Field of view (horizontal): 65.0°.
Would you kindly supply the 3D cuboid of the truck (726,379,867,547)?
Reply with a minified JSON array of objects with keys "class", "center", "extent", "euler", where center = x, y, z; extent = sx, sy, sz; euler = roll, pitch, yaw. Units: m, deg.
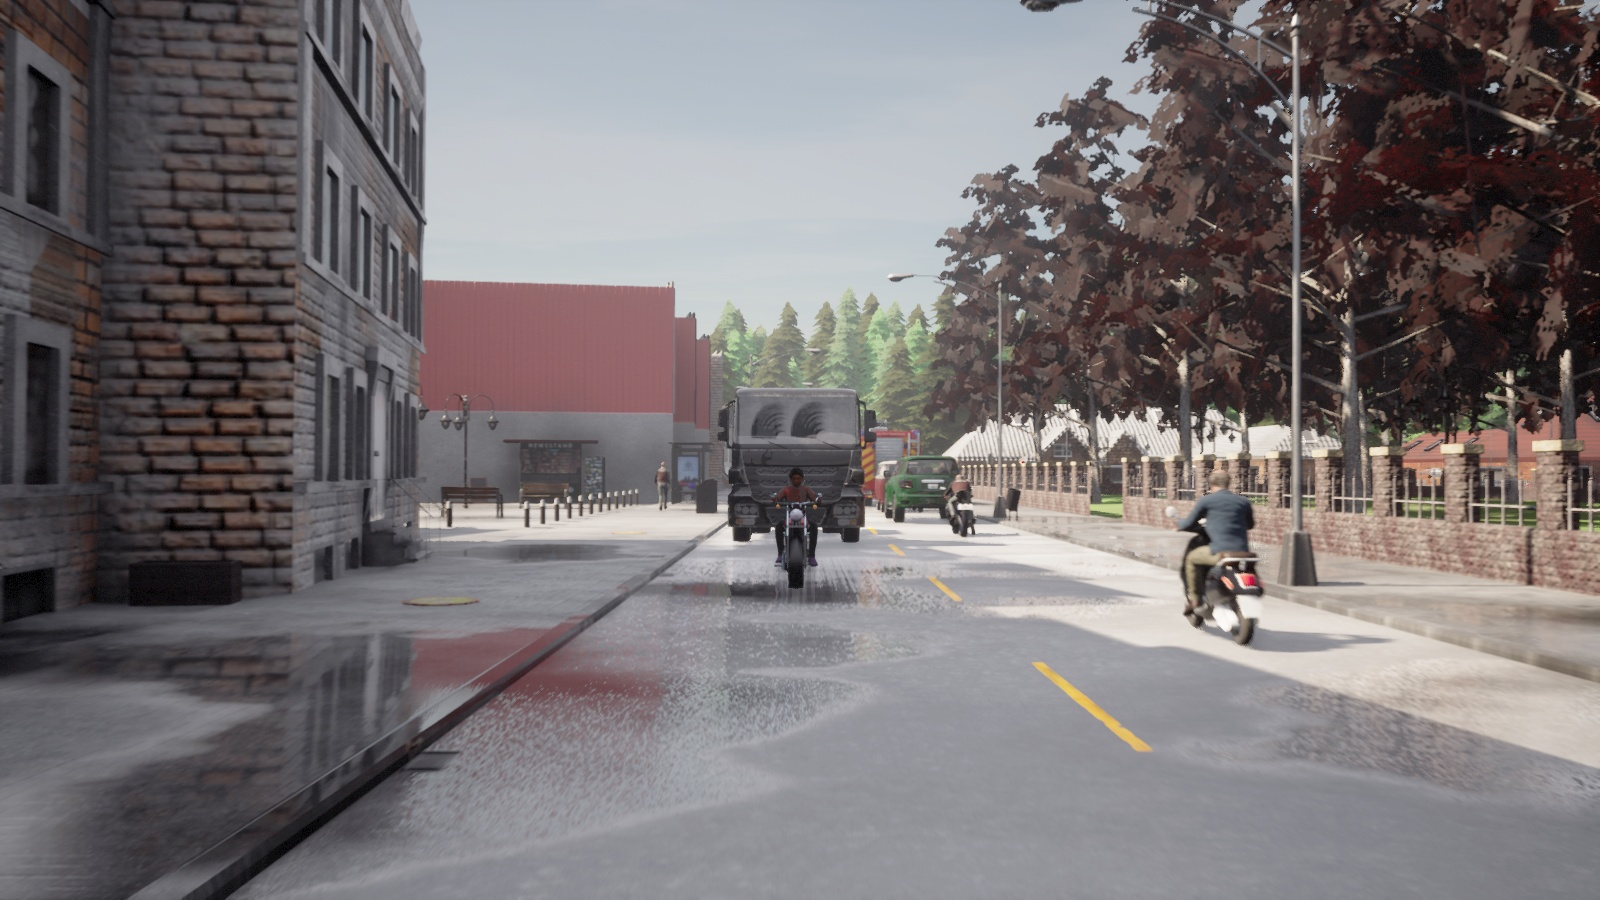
[{"class":"truck","center":[-0.075,0.332,29.824],"extent":[2.891,3.462,7.936],"euler":[0,-1,0]}]

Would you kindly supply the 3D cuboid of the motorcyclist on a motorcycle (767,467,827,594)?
[{"class":"motorcyclist on a motorcycle","center":[-0.043,1.059,17.521],"extent":[0.766,1.649,2.350],"euler":[0,-1,0]}]

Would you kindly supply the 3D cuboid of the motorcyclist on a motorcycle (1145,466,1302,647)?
[{"class":"motorcyclist on a motorcycle","center":[3.971,0.952,11.950],"extent":[0.866,1.590,1.817],"euler":[0,-1,0]}]

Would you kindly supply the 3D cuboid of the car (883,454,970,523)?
[{"class":"car","center":[3.919,1.185,39.874],"extent":[2.150,2.045,5.566],"euler":[0,-1,-1]}]

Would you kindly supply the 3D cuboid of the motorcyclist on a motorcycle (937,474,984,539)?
[{"class":"motorcyclist on a motorcycle","center":[3.927,1.350,30.851],"extent":[0.866,1.530,2.191],"euler":[0,-1,0]}]

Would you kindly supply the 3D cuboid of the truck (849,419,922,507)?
[{"class":"truck","center":[3.893,0.624,59.090],"extent":[2.891,3.827,8.468],"euler":[0,-1,0]}]

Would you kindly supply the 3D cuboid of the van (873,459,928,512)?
[{"class":"van","center":[3.905,1.379,49.445],"extent":[1.775,1.987,4.442],"euler":[0,-1,0]}]

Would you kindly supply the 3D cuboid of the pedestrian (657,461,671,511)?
[{"class":"pedestrian","center":[-5.008,1.319,46.261],"extent":[0.376,1.854,0.720],"euler":[0,-1,2]}]
